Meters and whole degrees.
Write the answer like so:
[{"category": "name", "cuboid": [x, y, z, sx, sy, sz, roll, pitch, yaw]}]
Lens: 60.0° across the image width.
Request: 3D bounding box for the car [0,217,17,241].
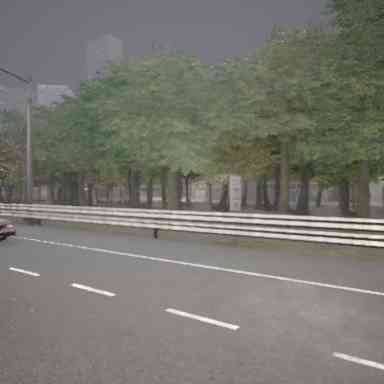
[{"category": "car", "cuboid": [-10.299, 1.552, 15.517, 5.357, 1.411, 2.033, 0, 0, 36]}]
